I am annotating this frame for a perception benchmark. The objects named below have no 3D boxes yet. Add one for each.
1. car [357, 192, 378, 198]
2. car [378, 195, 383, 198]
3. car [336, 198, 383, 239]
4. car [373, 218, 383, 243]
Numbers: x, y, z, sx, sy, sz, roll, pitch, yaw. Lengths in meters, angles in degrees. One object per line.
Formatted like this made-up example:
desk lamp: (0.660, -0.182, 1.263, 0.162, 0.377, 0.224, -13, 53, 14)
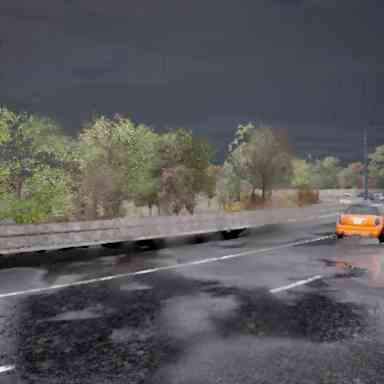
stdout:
car: (38.956, 1.034, 74.845, 2.150, 2.045, 5.566, 0, 0, 7)
car: (42.414, 1.386, 74.293, 1.895, 1.301, 4.718, 0, 0, 7)
car: (8.915, 1.342, 16.300, 4.553, 1.767, 2.097, 0, 0, -44)
car: (7.865, 1.531, 10.435, 5.357, 1.411, 2.033, 0, 0, -42)
